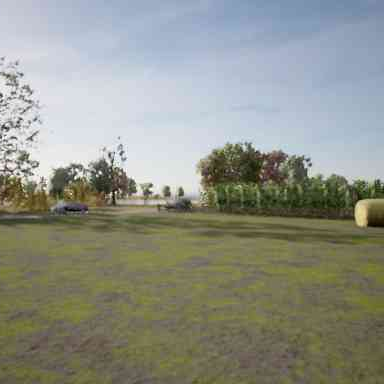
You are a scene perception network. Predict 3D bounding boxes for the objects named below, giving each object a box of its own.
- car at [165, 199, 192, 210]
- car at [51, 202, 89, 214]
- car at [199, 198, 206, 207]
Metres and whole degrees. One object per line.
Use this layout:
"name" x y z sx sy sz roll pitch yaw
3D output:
"car" -2.344 2.295 56.024 2.033 1.411 5.357 -1 -2 36
"car" -15.516 2.010 42.333 2.128 1.511 4.902 -1 -2 35
"car" 3.615 2.130 64.593 2.150 2.045 5.566 -1 -2 35
